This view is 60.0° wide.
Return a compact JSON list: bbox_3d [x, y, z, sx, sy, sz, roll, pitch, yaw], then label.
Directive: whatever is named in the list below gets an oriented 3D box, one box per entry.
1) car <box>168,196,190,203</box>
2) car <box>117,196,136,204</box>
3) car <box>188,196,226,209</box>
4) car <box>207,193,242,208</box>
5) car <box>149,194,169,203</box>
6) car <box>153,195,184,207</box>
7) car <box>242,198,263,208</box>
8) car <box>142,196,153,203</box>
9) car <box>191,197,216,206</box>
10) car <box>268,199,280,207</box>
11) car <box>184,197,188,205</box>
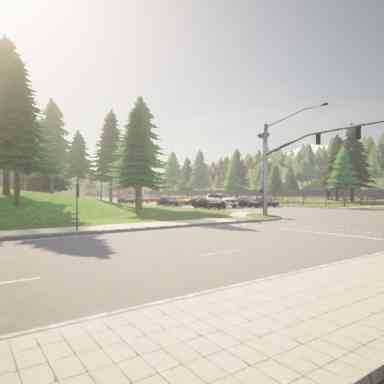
[{"bbox_3d":[-2.866,1.540,69.557,2.033,1.411,5.357,0,0,-35],"label":"car"},{"bbox_3d":[-13.130,1.544,65.871,2.033,1.411,5.357,0,0,-35],"label":"car"},{"bbox_3d":[1.937,1.598,44.308,1.895,1.301,4.718,0,0,-35],"label":"car"},{"bbox_3d":[4.124,1.218,47.298,2.150,2.045,5.566,0,0,-34],"label":"car"},{"bbox_3d":[-6.853,1.350,69.140,2.097,1.767,4.553,0,0,-35],"label":"car"},{"bbox_3d":[-3.815,1.502,52.492,1.837,1.490,4.892,0,0,-35],"label":"car"},{"bbox_3d":[7.682,1.543,48.315,2.033,1.411,5.357,0,0,-35],"label":"car"},{"bbox_3d":[-10.665,1.472,68.477,1.882,1.535,5.008,0,0,-35],"label":"car"},{"bbox_3d":[1.874,1.596,56.582,1.895,1.301,4.718,0,0,-35],"label":"car"},{"bbox_3d":[10.608,1.543,50.244,2.033,1.411,5.357,0,0,-35],"label":"car"},{"bbox_3d":[-1.971,1.474,55.960,1.882,1.535,5.008,0,0,-35],"label":"car"}]
